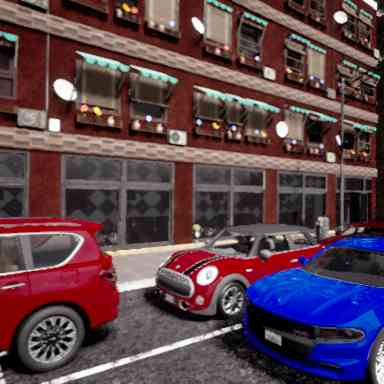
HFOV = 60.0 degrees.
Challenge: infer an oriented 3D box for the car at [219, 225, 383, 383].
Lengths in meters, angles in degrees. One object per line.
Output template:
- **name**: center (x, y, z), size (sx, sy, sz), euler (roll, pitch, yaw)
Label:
- **car**: center (3.034, 1.538, 5.479), size (5.008, 1.535, 1.882), euler (1, -1, -35)

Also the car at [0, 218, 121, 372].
- **car**: center (-3.376, 1.309, 4.150), size (5.009, 1.841, 2.192), euler (1, 0, -35)

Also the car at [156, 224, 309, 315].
- **car**: center (1.213, 1.497, 7.419), size (4.097, 1.590, 1.967), euler (1, 0, -35)

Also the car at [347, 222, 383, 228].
- **car**: center (5.804, 1.664, 10.687), size (4.507, 1.381, 1.887), euler (1, 0, -35)
